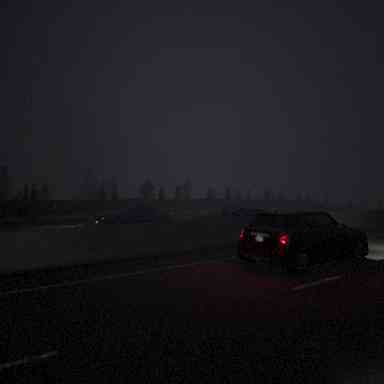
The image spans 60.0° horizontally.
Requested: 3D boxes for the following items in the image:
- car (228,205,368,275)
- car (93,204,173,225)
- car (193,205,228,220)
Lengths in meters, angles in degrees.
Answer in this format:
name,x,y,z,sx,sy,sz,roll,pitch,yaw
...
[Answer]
name,x,y,z,sx,sy,sz,roll,pitch,yaw
car,3.637,1.346,10.641,4.553,1.767,2.097,0,0,-36
car,-3.895,1.541,22.711,5.357,1.411,2.033,0,0,-36
car,2.213,1.482,18.470,4.902,1.511,2.128,0,0,-36
